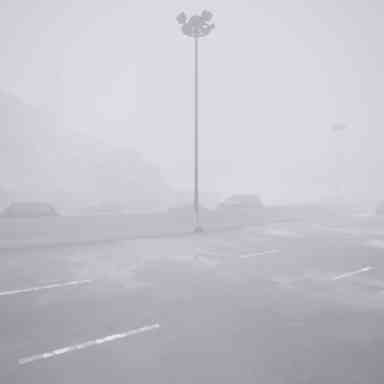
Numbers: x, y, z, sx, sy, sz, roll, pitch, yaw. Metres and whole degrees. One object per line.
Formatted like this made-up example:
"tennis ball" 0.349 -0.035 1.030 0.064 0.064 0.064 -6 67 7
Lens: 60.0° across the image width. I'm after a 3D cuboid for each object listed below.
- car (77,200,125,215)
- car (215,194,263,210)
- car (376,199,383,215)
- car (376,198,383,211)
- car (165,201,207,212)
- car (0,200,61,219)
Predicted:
"car" -8.794 1.520 32.509 4.674 1.442 1.812 0 0 -41
"car" 4.494 1.212 30.930 2.150 2.045 5.566 0 0 41
"car" 19.356 1.528 32.857 2.033 1.411 5.357 0 0 33
"car" 24.505 1.523 41.844 2.033 1.411 5.357 0 0 26
"car" -0.480 1.555 30.603 4.181 1.385 1.994 0 0 -45
"car" -9.770 1.351 18.612 4.553 1.767 2.097 0 0 -36
